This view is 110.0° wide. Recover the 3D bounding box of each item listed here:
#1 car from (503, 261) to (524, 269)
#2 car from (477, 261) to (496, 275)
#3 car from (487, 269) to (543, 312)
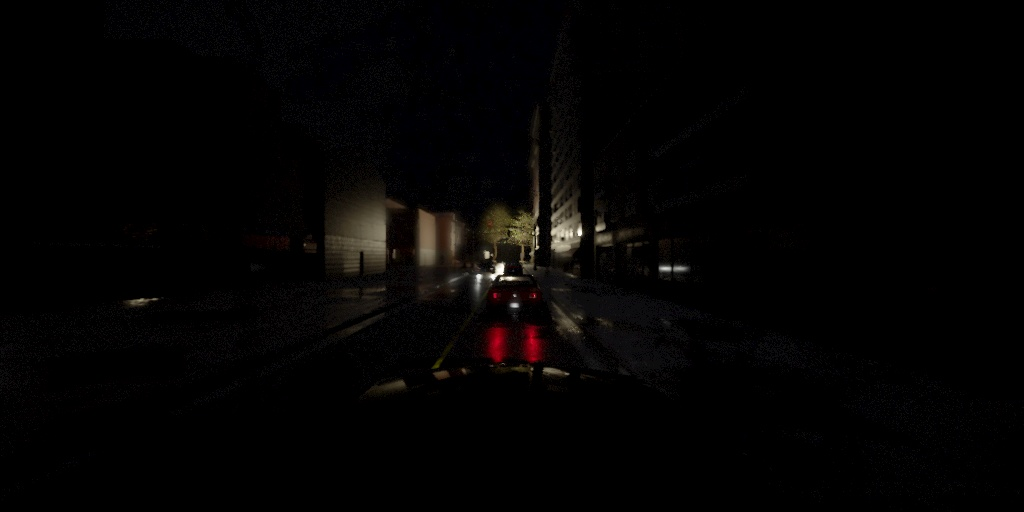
[{"bbox_3d":[0.123,1.252,35.802,1.882,1.535,5.008,0,0,0],"label":"car"},{"bbox_3d":[-2.775,1.287,40.188,1.837,1.490,4.892,0,-1,1],"label":"car"},{"bbox_3d":[0.107,1.355,14.205,1.895,1.301,4.718,0,0,0],"label":"car"}]
